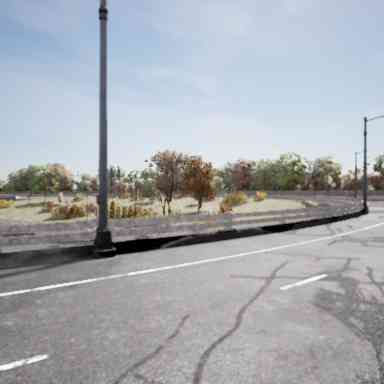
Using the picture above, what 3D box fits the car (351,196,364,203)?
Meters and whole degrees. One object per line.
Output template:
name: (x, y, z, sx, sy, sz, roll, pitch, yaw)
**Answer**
car: (39.123, 1.645, 78.149, 2.097, 1.767, 4.553, 0, 0, 6)
